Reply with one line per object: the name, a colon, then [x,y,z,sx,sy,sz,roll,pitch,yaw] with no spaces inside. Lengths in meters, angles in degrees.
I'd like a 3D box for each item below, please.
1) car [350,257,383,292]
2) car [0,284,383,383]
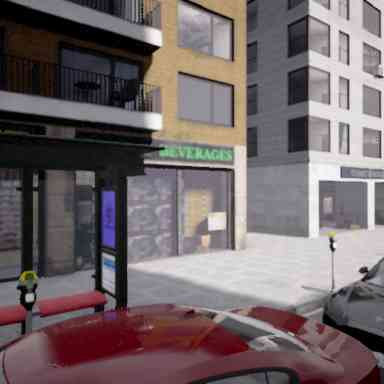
car: [3.866,1.545,5.168,4.313,1.339,1.947,0,0,-36]
car: [-0.630,1.543,1.957,4.507,1.381,1.887,0,0,-36]
